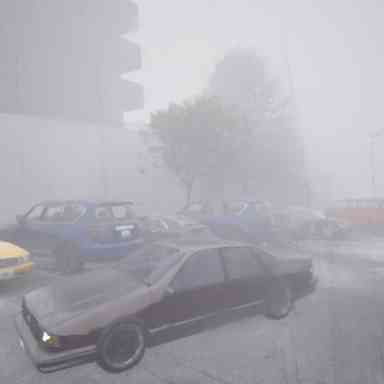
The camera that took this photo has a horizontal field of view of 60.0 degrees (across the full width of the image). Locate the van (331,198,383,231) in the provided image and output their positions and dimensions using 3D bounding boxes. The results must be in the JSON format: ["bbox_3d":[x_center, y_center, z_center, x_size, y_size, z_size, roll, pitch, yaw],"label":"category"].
[{"bbox_3d":[10.730,1.388,21.061,4.442,1.987,1.878,-1,-1,36],"label":"van"}]

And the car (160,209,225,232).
[{"bbox_3d":[-1.556,1.534,12.442,4.892,1.521,2.231,-1,-1,35],"label":"car"}]

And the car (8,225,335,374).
[{"bbox_3d":[-0.013,1.566,5.824,5.357,1.411,2.033,0,0,-36],"label":"car"}]

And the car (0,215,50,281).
[{"bbox_3d":[-6.292,1.496,8.864,5.366,1.575,1.946,-1,-1,35],"label":"car"}]

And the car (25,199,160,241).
[{"bbox_3d":[-4.033,1.266,10.726,5.566,2.045,2.435,-1,-1,35],"label":"car"}]

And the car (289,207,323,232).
[{"bbox_3d":[3.365,1.595,15.907,4.792,1.488,2.163,-1,-1,35],"label":"car"}]

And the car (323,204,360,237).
[{"bbox_3d":[5.861,1.582,17.609,4.892,1.521,2.231,-1,-1,35],"label":"car"}]

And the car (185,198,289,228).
[{"bbox_3d":[0.887,1.298,14.192,5.566,2.045,2.435,-1,-1,35],"label":"car"}]
